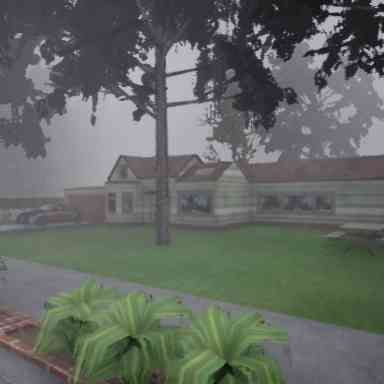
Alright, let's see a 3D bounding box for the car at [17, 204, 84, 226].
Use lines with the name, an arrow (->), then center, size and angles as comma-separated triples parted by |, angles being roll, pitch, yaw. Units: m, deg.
car -> -9.418, 1.516, 22.361 | 1.994, 1.381, 4.181 | -1, 0, 35
